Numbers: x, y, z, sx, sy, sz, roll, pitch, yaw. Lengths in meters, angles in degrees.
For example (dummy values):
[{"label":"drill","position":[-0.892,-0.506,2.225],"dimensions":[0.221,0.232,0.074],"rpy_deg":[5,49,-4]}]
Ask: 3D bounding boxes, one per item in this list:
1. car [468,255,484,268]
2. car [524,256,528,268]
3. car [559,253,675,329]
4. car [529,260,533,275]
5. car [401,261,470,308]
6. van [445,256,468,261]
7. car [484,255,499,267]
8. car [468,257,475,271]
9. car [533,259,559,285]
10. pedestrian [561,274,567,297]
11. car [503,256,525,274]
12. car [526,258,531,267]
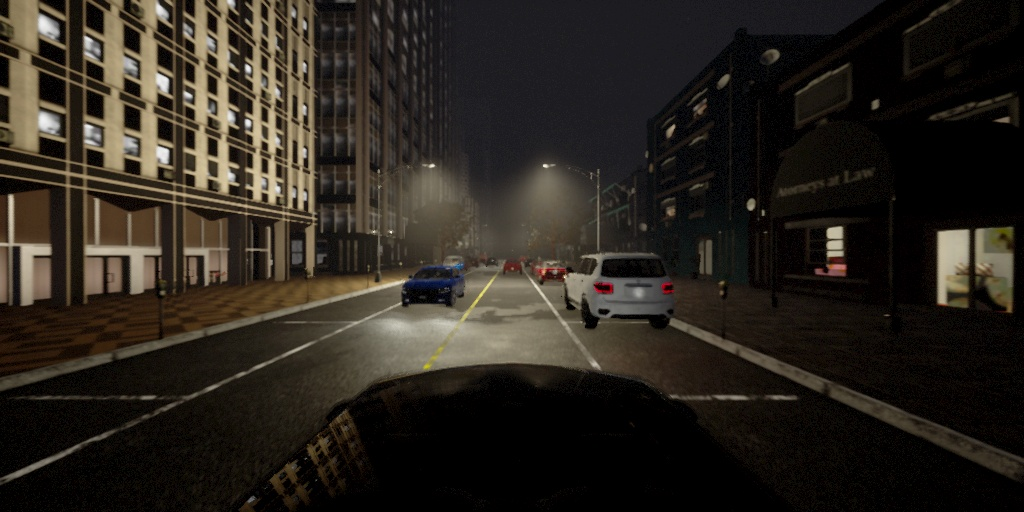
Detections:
[{"label":"car","position":[-5.711,0.778,52.034],"dimensions":[2.192,1.841,5.009],"rpy_deg":[0,0,0]},{"label":"car","position":[2.670,1.029,52.037],"dimensions":[1.948,1.339,4.313],"rpy_deg":[0,0,0]},{"label":"car","position":[2.996,0.919,11.162],"dimensions":[2.150,2.045,5.566],"rpy_deg":[0,0,0]},{"label":"car","position":[2.679,1.167,29.888],"dimensions":[1.802,1.307,4.207],"rpy_deg":[0,0,0]},{"label":"car","position":[-3.105,1.149,14.951],"dimensions":[1.882,1.535,5.008],"rpy_deg":[0,0,0]},{"label":"van","position":[-5.704,0.894,35.423],"dimensions":[1.690,1.789,3.998],"rpy_deg":[0,0,0]},{"label":"car","position":[-3.086,0.952,55.199],"dimensions":[1.837,1.490,4.892],"rpy_deg":[0,0,0]},{"label":"car","position":[-5.707,1.068,40.961],"dimensions":[1.888,1.381,4.507],"rpy_deg":[0,0,0]},{"label":"car","position":[2.682,1.056,24.352],"dimensions":[1.967,1.591,4.097],"rpy_deg":[0,0,0]},{"label":"pedestrian","position":[2.223,1.248,14.445],"dimensions":[0.375,1.300,0.375],"rpy_deg":[0,0,2]},{"label":"car","position":[0.067,1.025,36.559],"dimensions":[1.882,1.535,5.008],"rpy_deg":[0,0,0]},{"label":"car","position":[2.677,1.099,35.426],"dimensions":[1.888,1.381,4.507],"rpy_deg":[0,0,0]}]
